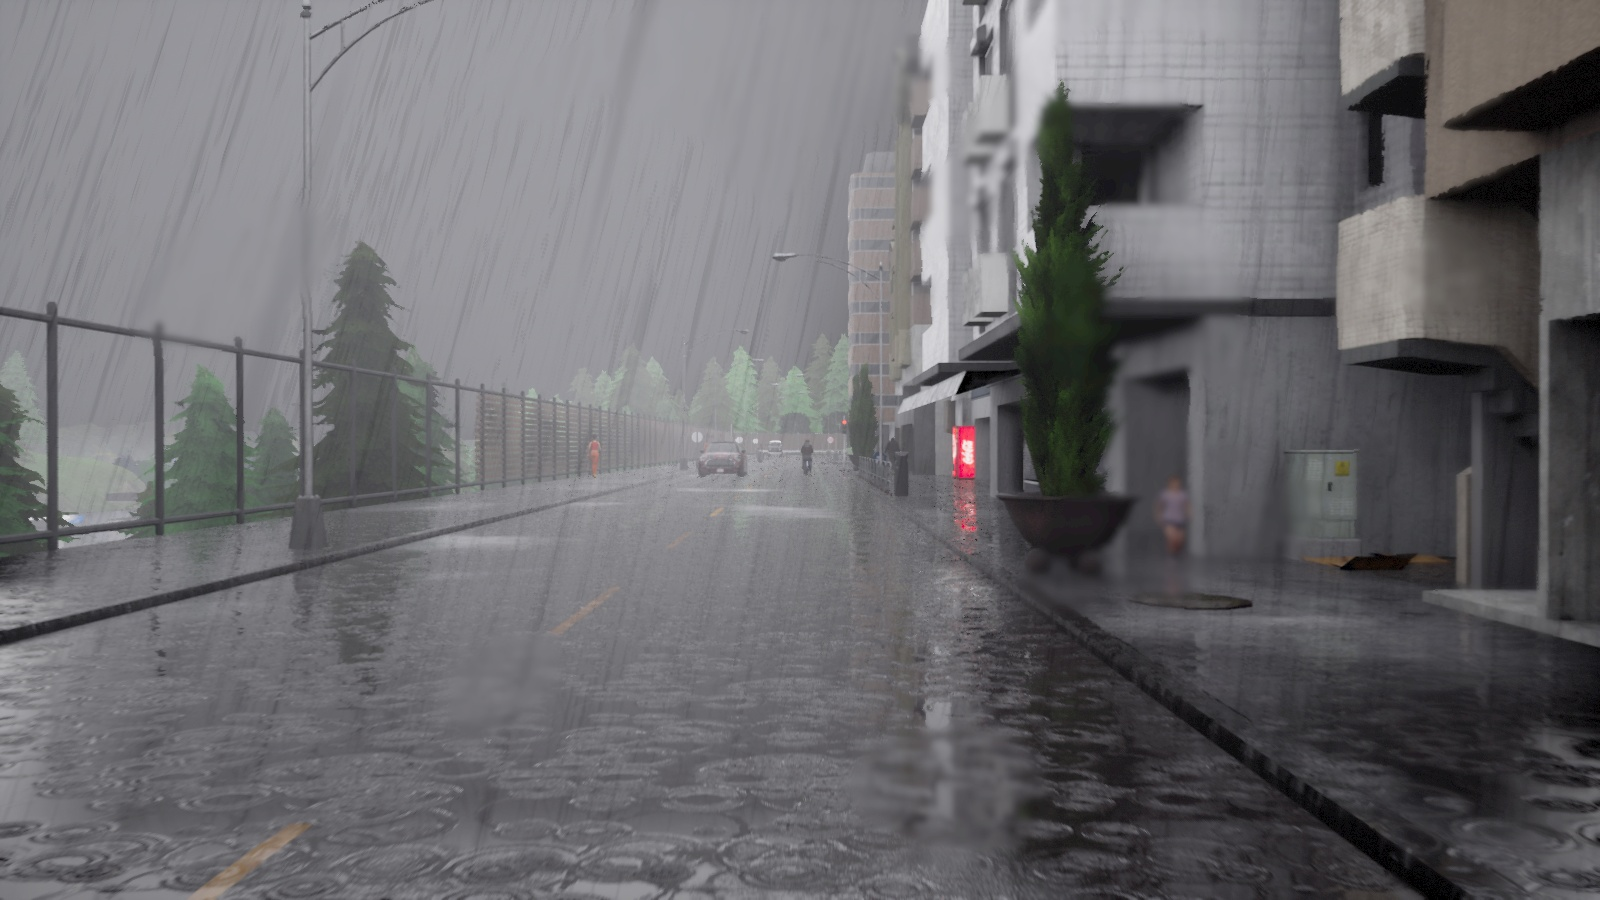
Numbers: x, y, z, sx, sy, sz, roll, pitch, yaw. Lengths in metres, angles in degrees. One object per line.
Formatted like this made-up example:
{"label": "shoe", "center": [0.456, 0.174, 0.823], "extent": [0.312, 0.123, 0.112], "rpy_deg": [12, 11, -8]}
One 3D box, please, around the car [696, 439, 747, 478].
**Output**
{"label": "car", "center": [-3.655, 0.359, 59.457], "extent": [2.097, 1.767, 4.553], "rpy_deg": [0, 0, 0]}

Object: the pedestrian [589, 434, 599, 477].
{"label": "pedestrian", "center": [-8.834, 0.230, 53.859], "extent": [0.345, 1.836, 0.594], "rpy_deg": [0, 0, 0]}

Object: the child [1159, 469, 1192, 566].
{"label": "child", "center": [4.398, 0.780, 14.712], "extent": [0.255, 1.110, 0.394], "rpy_deg": [0, 0, -1]}

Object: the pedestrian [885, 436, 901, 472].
{"label": "pedestrian", "center": [4.822, 0.194, 64.936], "extent": [0.634, 1.844, 0.899], "rpy_deg": [0, 0, -9]}
